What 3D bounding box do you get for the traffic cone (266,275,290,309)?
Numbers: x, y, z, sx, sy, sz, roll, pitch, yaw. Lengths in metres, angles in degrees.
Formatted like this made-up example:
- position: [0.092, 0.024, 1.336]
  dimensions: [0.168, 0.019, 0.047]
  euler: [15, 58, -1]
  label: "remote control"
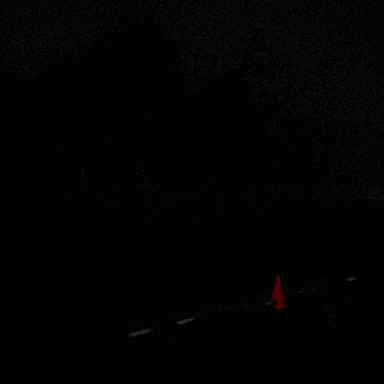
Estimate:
- position: [1.714, 1.956, 6.611]
  dimensions: [0.340, 0.580, 0.340]
  euler: [0, 0, -33]
  label: "traffic cone"
